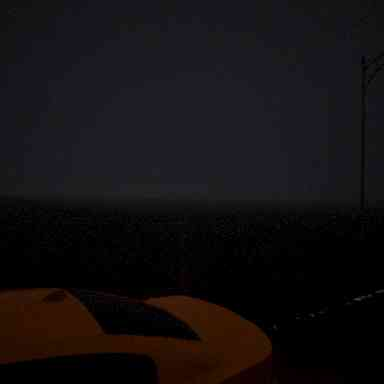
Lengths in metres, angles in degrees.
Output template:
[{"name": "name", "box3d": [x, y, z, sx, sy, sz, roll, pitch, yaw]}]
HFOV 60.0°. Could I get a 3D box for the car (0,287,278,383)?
[{"name": "car", "box3d": [-1.653, 1.474, 1.891, 5.008, 1.535, 1.882, 0, 0, -35]}]
